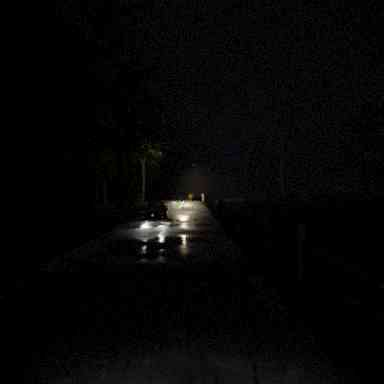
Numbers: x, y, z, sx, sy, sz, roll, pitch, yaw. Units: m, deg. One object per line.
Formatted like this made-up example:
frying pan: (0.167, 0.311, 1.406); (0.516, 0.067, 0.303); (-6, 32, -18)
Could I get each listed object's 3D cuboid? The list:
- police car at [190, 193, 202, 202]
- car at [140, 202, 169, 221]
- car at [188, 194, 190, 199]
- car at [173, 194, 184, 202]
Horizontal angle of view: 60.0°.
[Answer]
police car: (0.991, 1.137, 65.248); (1.930, 1.638, 5.238); (0, 0, 0)
car: (-2.836, 1.478, 26.022); (1.994, 1.385, 4.181); (0, 0, 0)
car: (0.037, 1.008, 83.016); (1.882, 1.535, 5.008); (0, 0, 0)
car: (-2.726, 1.200, 67.110); (1.837, 1.490, 4.892); (0, 0, 0)
